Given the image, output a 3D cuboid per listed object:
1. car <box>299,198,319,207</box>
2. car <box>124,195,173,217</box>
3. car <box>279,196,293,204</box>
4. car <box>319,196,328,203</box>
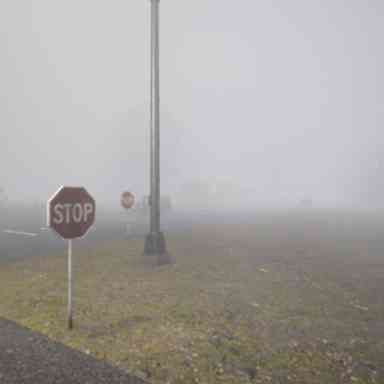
[{"bbox_3d":[19.377,1.676,55.994,2.128,1.511,4.902,0,0,31],"label":"car"},{"bbox_3d":[-4.209,1.338,33.129,2.150,2.045,5.566,0,0,34],"label":"car"},{"bbox_3d":[19.232,1.689,67.995,1.837,1.490,4.892,0,0,34],"label":"car"},{"bbox_3d":[30.147,1.744,76.535,1.812,1.442,4.674,0,0,28],"label":"car"}]
